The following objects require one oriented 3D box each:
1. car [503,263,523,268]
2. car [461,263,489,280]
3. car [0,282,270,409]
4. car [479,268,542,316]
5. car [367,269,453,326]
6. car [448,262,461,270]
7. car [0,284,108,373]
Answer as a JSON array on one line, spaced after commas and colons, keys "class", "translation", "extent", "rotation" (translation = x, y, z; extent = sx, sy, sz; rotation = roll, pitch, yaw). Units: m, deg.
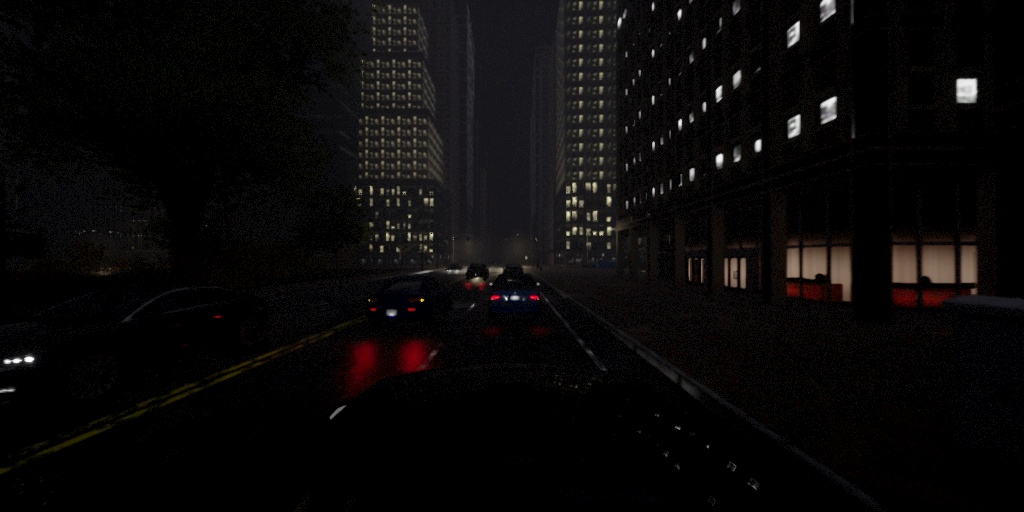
[{"class": "car", "translation": [0.101, 1.435, 33.580], "extent": [2.128, 1.511, 4.902], "rotation": [0, 0, 0]}, {"class": "car", "translation": [-3.149, 1.435, 33.575], "extent": [2.128, 1.511, 4.902], "rotation": [0, 0, 0]}, {"class": "car", "translation": [-6.600, 1.262, 6.382], "extent": [2.128, 1.511, 4.902], "rotation": [0, 0, 0]}, {"class": "car", "translation": [0.097, 1.356, 13.572], "extent": [2.033, 1.411, 5.357], "rotation": [0, 0, 0]}, {"class": "car", "translation": [-3.163, 1.324, 11.749], "extent": [1.812, 1.442, 4.674], "rotation": [0, 0, 0]}, {"class": "car", "translation": [-9.751, 1.750, 61.636], "extent": [1.994, 1.385, 4.181], "rotation": [0, -1, 0]}, {"class": "car", "translation": [-9.849, 1.312, 5.147], "extent": [2.033, 1.411, 5.357], "rotation": [0, 0, 0]}]
